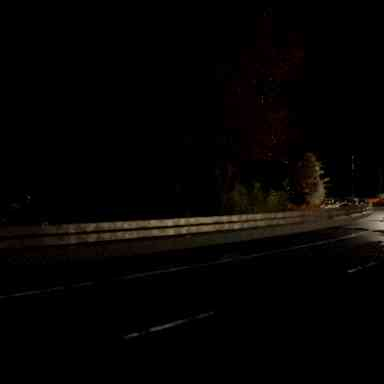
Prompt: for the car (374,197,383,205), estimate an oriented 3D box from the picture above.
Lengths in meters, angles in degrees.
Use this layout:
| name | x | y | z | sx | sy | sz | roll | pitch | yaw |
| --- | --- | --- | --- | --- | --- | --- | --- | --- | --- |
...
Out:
| name | x | y | z | sx | sy | sz | roll | pitch | yaw |
| --- | --- | --- | --- | --- | --- | --- | --- | --- | --- |
| car | 47.457 | 2.276 | 82.062 | 2.097 | 1.767 | 4.553 | 0 | -1 | 10 |
